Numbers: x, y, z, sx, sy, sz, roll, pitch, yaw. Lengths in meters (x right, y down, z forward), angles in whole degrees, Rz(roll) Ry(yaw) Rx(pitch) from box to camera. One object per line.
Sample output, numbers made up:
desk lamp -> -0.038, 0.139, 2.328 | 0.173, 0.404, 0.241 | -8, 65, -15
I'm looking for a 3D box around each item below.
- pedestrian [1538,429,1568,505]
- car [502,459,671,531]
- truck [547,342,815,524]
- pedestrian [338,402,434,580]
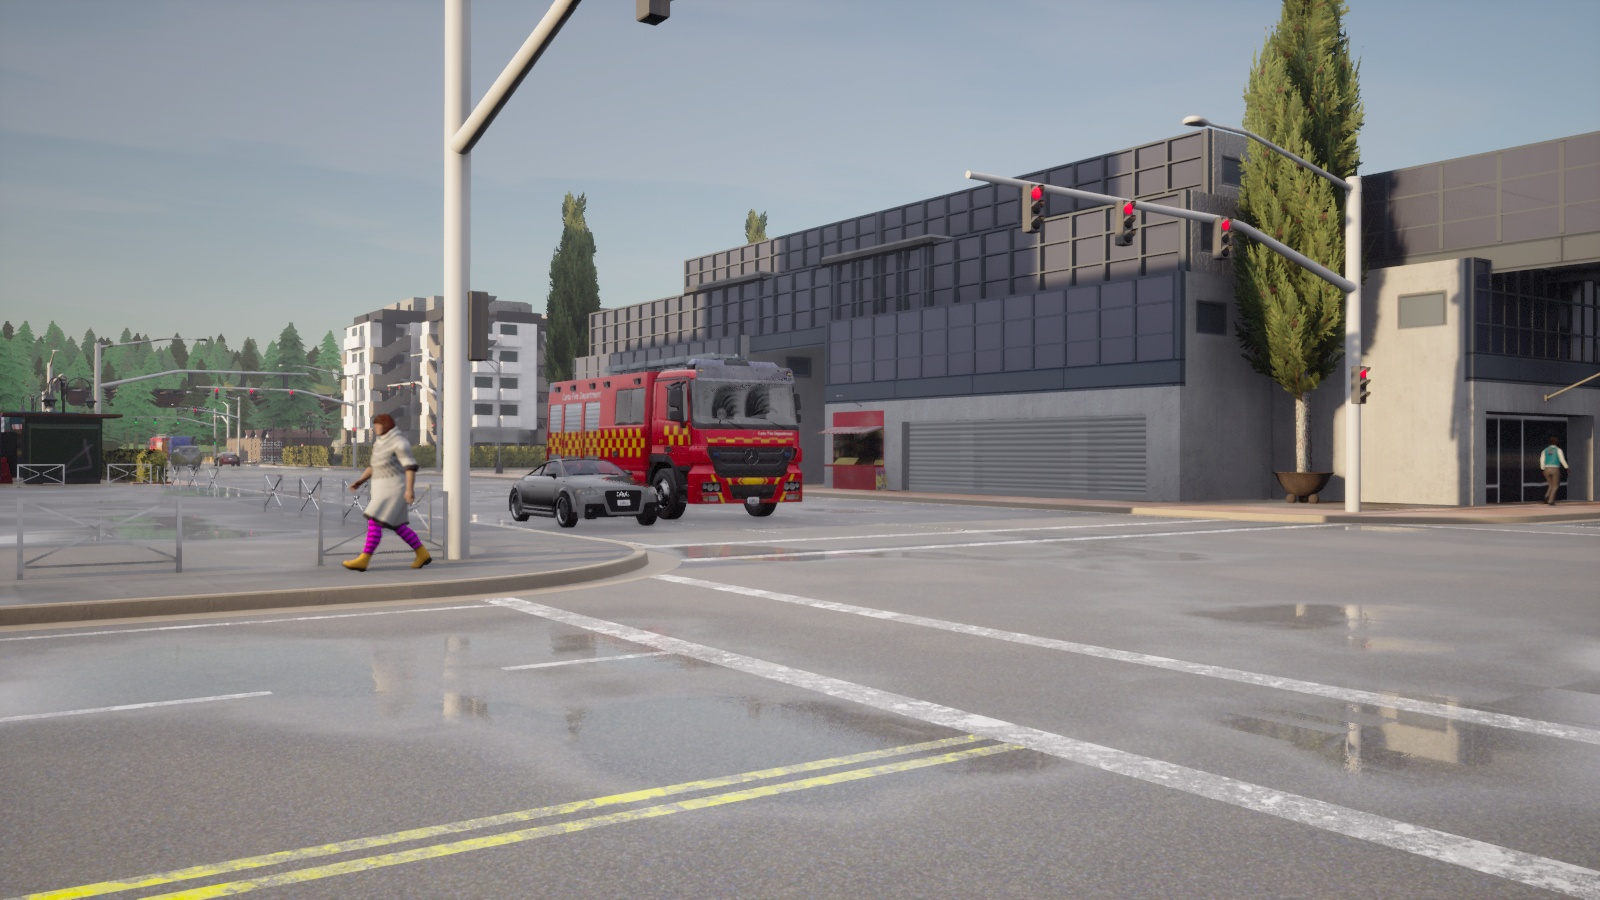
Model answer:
pedestrian -> 19.464, 0.441, 32.463 | 0.692, 1.930, 0.396 | 0, 0, -35
car -> -4.588, 0.883, 26.522 | 1.994, 1.385, 4.181 | 0, 0, -34
truck -> -3.203, -0.338, 30.756 | 2.891, 3.827, 8.468 | 0, 0, -33
pedestrian -> -4.698, 0.448, 14.253 | 0.873, 1.952, 0.659 | 0, 0, -36
